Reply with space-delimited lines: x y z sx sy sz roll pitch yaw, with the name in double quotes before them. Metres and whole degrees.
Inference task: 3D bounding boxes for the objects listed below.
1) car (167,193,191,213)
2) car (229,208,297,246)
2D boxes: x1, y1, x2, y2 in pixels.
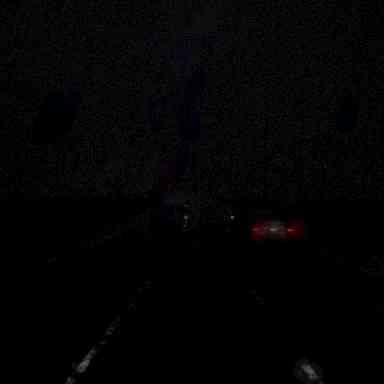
"car" -1.346 1.145 32.215 1.882 1.535 5.008 0 1 0
"car" 2.857 1.408 14.404 2.033 1.411 5.357 0 1 -2
